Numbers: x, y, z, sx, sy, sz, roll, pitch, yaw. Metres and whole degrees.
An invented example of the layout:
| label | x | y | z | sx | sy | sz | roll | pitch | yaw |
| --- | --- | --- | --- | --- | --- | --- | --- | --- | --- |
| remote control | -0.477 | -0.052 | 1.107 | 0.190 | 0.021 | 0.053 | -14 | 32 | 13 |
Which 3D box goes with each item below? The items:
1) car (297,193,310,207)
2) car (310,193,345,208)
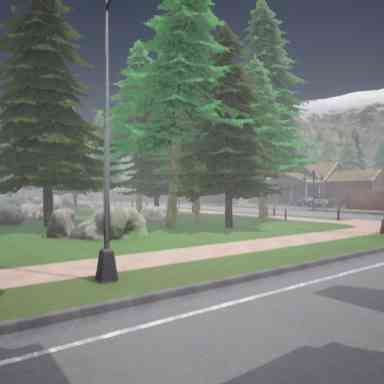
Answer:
| label | x | y | z | sx | sy | sz | roll | pitch | yaw |
| --- | --- | --- | --- | --- | --- | --- | --- | --- | --- |
| car | 16.010 | 1.119 | 44.799 | 3.866 | 1.878 | 1.905 | 0 | 0 | -37 |
| car | 17.828 | 1.118 | 43.019 | 4.605 | 1.855 | 1.932 | 0 | 0 | -37 |
